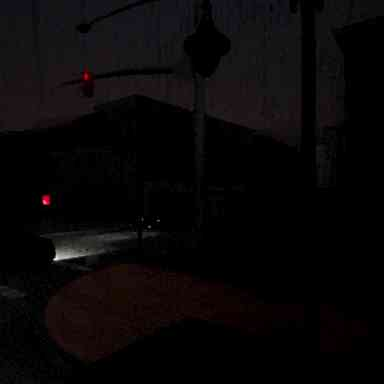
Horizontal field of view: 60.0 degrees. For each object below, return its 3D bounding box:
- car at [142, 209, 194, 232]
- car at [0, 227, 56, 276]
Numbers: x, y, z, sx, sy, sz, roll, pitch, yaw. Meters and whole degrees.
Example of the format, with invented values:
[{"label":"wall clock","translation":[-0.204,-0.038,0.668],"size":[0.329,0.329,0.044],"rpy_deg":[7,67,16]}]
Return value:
[{"label":"car","translation":[-1.110,1.760,21.472],"size":[1.895,1.301,4.718],"rpy_deg":[0,0,40]},{"label":"car","translation":[-5.730,1.655,9.414],"size":[1.994,1.385,4.181],"rpy_deg":[-1,-1,9]}]
